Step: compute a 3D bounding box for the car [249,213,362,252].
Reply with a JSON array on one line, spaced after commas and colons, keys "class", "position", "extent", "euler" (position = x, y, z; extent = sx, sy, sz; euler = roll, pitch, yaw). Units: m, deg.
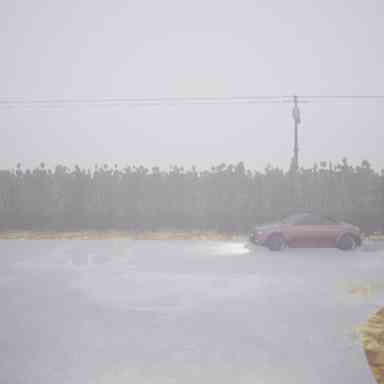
[{"class": "car", "position": [4.418, 1.551, 13.300], "extent": [4.181, 1.385, 1.994], "euler": [0, 0, 1]}]
